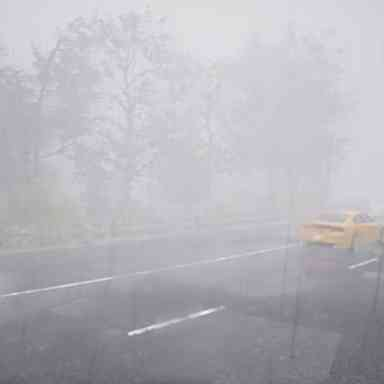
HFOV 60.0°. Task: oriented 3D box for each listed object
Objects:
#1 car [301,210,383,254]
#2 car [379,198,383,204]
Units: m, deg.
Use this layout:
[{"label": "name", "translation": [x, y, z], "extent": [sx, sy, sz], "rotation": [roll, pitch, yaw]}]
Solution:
[{"label": "car", "translation": [6.460, 1.510, 13.911], "extent": [5.008, 1.535, 1.882], "rotation": [0, 0, -43]}, {"label": "car", "translation": [35.856, 1.634, 60.851], "extent": [1.994, 1.385, 4.181], "rotation": [0, 0, 14]}]
